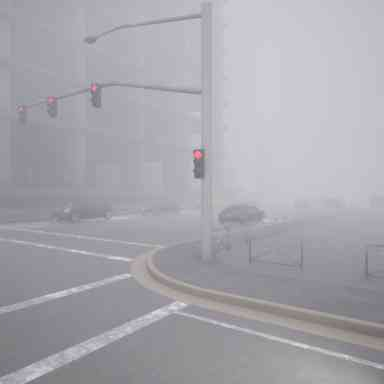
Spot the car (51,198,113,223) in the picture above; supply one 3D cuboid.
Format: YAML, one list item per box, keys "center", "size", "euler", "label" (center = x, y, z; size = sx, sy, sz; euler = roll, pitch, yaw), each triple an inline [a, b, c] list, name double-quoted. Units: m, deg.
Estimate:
- center: [-8.317, 1.297, 25.406]
  size: [2.097, 1.767, 4.553]
  euler: [0, 0, 36]
  label: "car"

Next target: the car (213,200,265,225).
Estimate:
- center: [3.630, 1.508, 23.749]
  size: [1.994, 1.385, 4.181]
  euler: [0, 0, 35]
  label: "car"

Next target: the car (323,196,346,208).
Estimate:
- center: [20.833, 1.509, 48.035]
  size: [1.994, 1.385, 4.181]
  euler: [0, 0, 35]
  label: "car"

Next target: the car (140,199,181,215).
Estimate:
- center: [-3.052, 1.436, 32.829]
  size: [2.128, 1.511, 4.902]
  euler: [0, 0, 35]
  label: "car"

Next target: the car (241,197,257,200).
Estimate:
- center: [8.264, 1.470, 48.729]
  size: [1.812, 1.442, 4.674]
  euler: [0, 0, 36]
  label: "car"

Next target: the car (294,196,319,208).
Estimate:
- center: [16.116, 1.509, 47.425]
  size: [1.994, 1.385, 4.181]
  euler: [0, 0, 35]
  label: "car"

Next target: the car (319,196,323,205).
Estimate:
- center: [21.864, 1.422, 55.539]
  size: [1.882, 1.535, 5.008]
  euler: [0, 0, 35]
  label: "car"

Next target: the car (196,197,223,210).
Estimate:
- center: [2.401, 1.422, 40.515]
  size: [1.882, 1.535, 5.008]
  euler: [0, 0, 36]
  label: "car"
